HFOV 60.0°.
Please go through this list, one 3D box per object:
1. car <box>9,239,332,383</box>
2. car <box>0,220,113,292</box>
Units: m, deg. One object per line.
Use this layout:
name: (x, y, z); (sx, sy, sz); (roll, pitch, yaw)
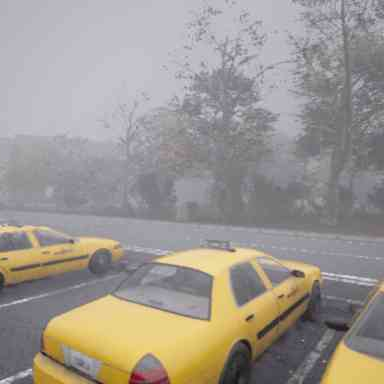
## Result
car: (0.514, 1.476, 5.009); (1.946, 1.575, 5.366); (0, 0, 36)
car: (-4.102, 1.481, 8.307); (1.946, 1.575, 5.366); (0, 0, 36)
